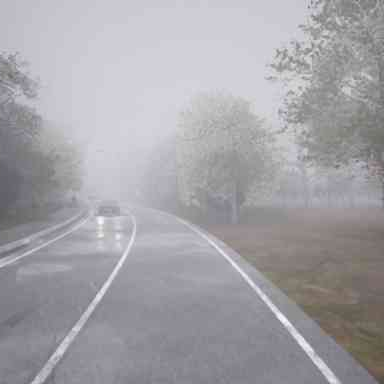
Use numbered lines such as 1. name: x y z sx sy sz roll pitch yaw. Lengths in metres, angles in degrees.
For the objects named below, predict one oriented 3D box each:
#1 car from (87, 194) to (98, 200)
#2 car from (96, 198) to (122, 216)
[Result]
1. car: -21.239 1.061 71.005 1.812 1.442 4.674 1 0 -20
2. car: -7.593 1.362 30.719 1.837 1.490 4.892 1 0 -14
